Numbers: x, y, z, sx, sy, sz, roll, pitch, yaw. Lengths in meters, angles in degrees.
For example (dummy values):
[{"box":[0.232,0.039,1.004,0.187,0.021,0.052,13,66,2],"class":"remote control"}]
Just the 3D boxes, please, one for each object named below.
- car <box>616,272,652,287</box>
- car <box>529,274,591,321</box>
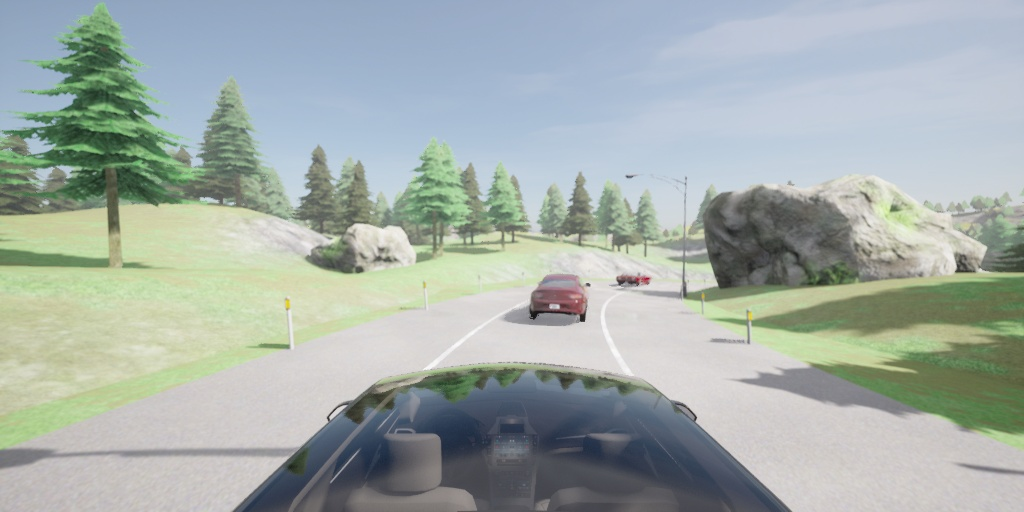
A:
[{"box":[11.228,2.082,32.707,1.895,1.301,4.718,2,-1,37],"class":"car"},{"box":[1.818,1.380,12.940,1.812,1.442,4.674,1,-1,13],"class":"car"}]
